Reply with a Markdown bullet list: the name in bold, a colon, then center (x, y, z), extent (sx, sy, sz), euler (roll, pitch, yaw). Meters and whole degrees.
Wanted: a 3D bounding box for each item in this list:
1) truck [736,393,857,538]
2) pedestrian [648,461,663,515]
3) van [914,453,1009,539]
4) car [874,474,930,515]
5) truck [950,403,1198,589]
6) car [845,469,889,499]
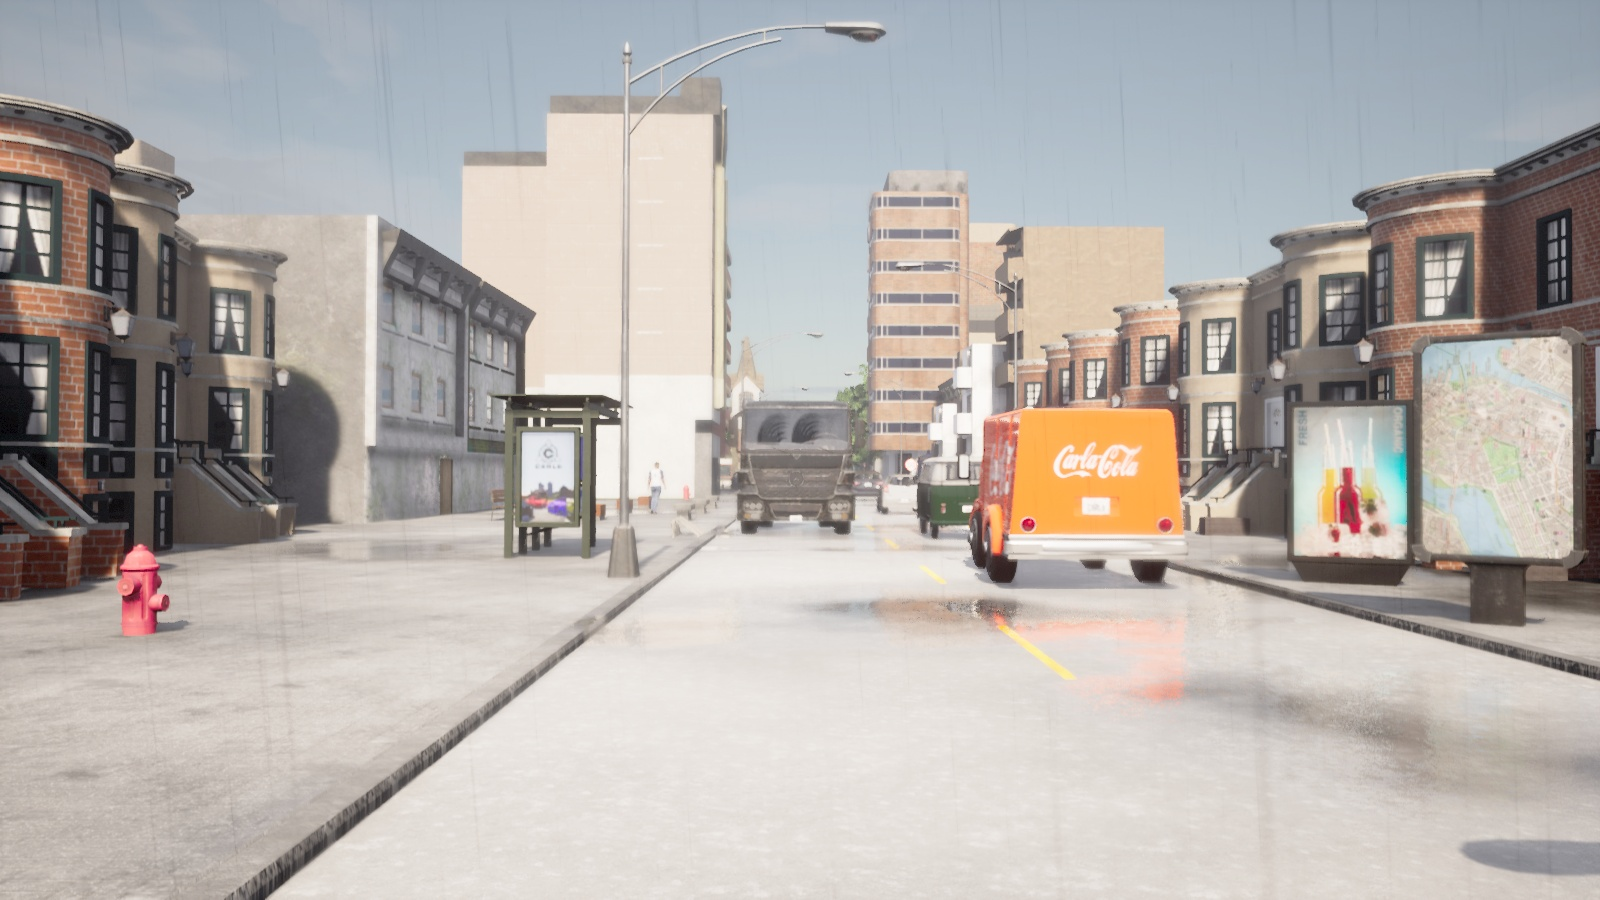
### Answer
- **truck**: center (-0.091, 0.433, 33.966), extent (2.891, 3.462, 7.936), euler (0, -1, 0)
- **pedestrian**: center (-5.009, 1.312, 43.443), extent (0.354, 1.836, 0.706), euler (0, -1, 7)
- **van**: center (3.919, 1.103, 31.191), extent (1.775, 1.987, 4.442), euler (0, -1, 0)
- **car**: center (3.873, 1.666, 48.275), extent (1.845, 1.501, 3.633), euler (0, -1, 0)
- **truck**: center (3.949, 0.653, 19.273), extent (2.627, 2.467, 5.204), euler (0, -1, 0)
- **car**: center (3.774, 1.905, 71.475), extent (2.242, 1.667, 4.611), euler (0, -1, 0)
